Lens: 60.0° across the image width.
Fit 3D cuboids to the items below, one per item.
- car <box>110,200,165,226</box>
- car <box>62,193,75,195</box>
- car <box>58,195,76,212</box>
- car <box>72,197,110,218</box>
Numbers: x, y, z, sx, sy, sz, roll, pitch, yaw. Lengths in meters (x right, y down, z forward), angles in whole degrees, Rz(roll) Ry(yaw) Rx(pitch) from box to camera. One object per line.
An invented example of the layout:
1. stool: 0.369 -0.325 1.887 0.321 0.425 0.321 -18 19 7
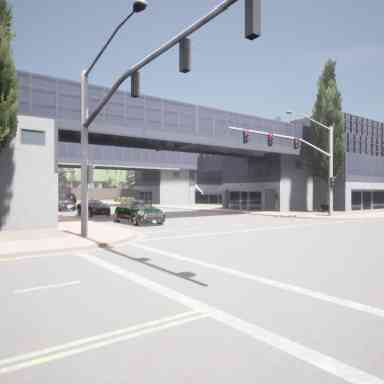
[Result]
1. car: -3.771 1.352 23.552 2.097 1.767 4.553 0 0 -36
2. car: -23.664 1.222 63.089 2.150 2.045 5.566 0 0 -36
3. car: -15.037 1.492 39.033 2.128 1.511 4.902 0 0 -36
4. car: -9.220 1.478 31.038 1.882 1.535 5.008 0 0 -36
